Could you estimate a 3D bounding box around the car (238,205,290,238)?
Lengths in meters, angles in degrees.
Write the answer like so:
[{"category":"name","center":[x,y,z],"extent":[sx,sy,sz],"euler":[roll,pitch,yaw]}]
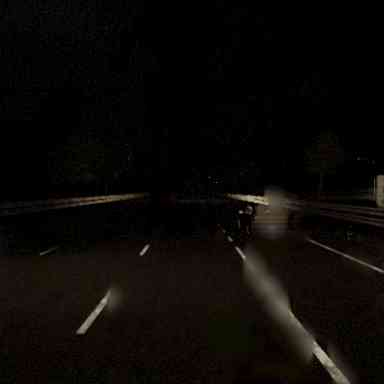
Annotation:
[{"category":"car","center":[3.487,1.379,16.834],"extent":[2.128,1.511,4.902],"euler":[0,0,0]}]
